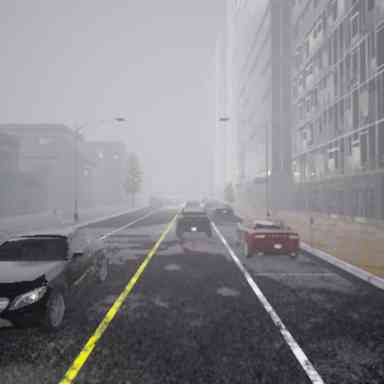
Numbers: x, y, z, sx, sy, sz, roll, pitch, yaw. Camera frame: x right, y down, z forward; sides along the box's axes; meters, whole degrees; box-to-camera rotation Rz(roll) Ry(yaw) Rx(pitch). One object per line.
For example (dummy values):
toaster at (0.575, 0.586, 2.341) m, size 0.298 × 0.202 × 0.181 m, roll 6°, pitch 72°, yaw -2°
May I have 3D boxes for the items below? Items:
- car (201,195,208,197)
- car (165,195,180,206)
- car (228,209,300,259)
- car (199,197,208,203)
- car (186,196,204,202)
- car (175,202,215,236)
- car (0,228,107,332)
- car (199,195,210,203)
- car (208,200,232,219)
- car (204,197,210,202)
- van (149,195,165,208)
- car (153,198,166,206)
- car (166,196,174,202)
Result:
car at (2.693, 1.665, 69.122) m, size 1.967 × 1.590 × 4.097 m, roll 1°, pitch 0°, yaw 0°
car at (-3.023, 1.678, 57.099) m, size 2.128 × 1.511 × 4.902 m, roll 0°, pitch 0°, yaw 0°
car at (2.699, 1.585, 12.681) m, size 1.887 × 1.381 × 4.507 m, roll 1°, pitch 0°, yaw 0°
car at (2.690, 1.828, 80.409) m, size 1.947 × 1.339 × 4.313 m, roll 1°, pitch 0°, yaw 0°
car at (0.093, 1.632, 43.948) m, size 2.128 × 1.511 × 4.902 m, roll 0°, pitch 0°, yaw 0°
car at (0.097, 1.568, 18.874) m, size 1.837 × 1.490 × 4.892 m, roll 0°, pitch 0°, yaw 0°
car at (-3.104, 1.549, 7.013) m, size 1.812 × 1.442 × 4.674 m, roll 0°, pitch 0°, yaw 0°
car at (2.694, 1.558, 74.766) m, size 2.192 × 1.841 × 5.009 m, roll 1°, pitch 0°, yaw 0°
car at (2.697, 1.661, 29.612) m, size 1.947 × 1.339 × 4.313 m, roll 1°, pitch 0°, yaw 0°
car at (2.694, 1.716, 46.545) m, size 1.947 × 1.339 × 4.313 m, roll 1°, pitch 0°, yaw 0°
van at (-5.683, 1.511, 52.244) m, size 1.690 × 1.788 × 3.998 m, roll 1°, pitch 0°, yaw 0°
car at (-5.688, 1.770, 57.888) m, size 1.802 × 1.307 × 4.206 m, roll 1°, pitch 0°, yaw 0°
car at (-5.691, 1.827, 86.107) m, size 1.887 × 1.381 × 4.507 m, roll 1°, pitch 0°, yaw 0°
